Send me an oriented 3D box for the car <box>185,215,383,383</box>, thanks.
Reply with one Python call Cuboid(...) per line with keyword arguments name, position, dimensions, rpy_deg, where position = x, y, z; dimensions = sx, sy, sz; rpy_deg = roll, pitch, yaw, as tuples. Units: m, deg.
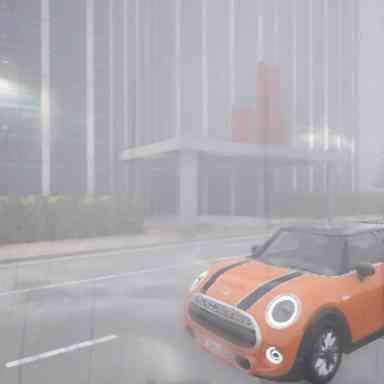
Cuboid(name="car", position=(2.096, 1.331, 5.485), dimensions=(4.553, 1.767, 2.097), rpy_deg=(0, 0, -35))
